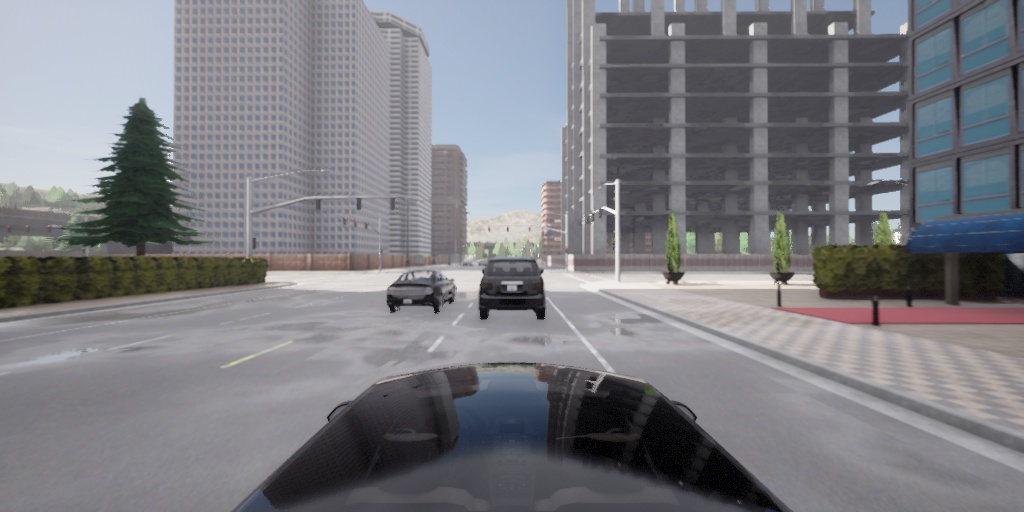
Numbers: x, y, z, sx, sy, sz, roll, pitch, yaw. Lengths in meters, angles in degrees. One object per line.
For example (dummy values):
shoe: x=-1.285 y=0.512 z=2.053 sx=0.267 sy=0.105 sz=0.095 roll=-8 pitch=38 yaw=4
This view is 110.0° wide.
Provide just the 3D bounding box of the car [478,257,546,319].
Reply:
car: x=0.028 y=1.044 z=13.264 sx=2.150 sy=2.045 sz=5.566 roll=0 pitch=0 yaw=1

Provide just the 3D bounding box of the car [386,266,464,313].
car: x=-3.459 y=1.319 z=14.385 sx=2.128 sy=1.511 sz=4.902 roll=0 pitch=0 yaw=1
